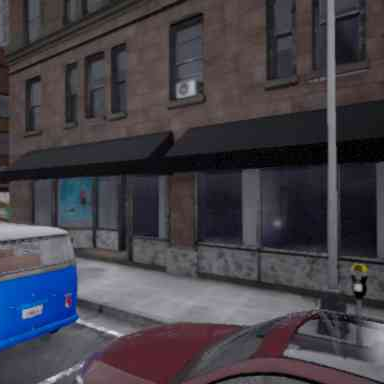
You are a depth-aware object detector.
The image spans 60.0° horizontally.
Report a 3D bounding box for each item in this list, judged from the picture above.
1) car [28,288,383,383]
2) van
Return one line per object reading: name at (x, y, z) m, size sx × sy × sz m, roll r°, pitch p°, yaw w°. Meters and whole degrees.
car at (0.865, 1.587, 2.345) m, size 4.206 × 1.307 × 1.802 m, roll -1°, pitch 0°, yaw 35°
van at (-3.658, 1.398, 5.569) m, size 3.998 × 1.788 × 1.690 m, roll -1°, pitch 0°, yaw 35°
